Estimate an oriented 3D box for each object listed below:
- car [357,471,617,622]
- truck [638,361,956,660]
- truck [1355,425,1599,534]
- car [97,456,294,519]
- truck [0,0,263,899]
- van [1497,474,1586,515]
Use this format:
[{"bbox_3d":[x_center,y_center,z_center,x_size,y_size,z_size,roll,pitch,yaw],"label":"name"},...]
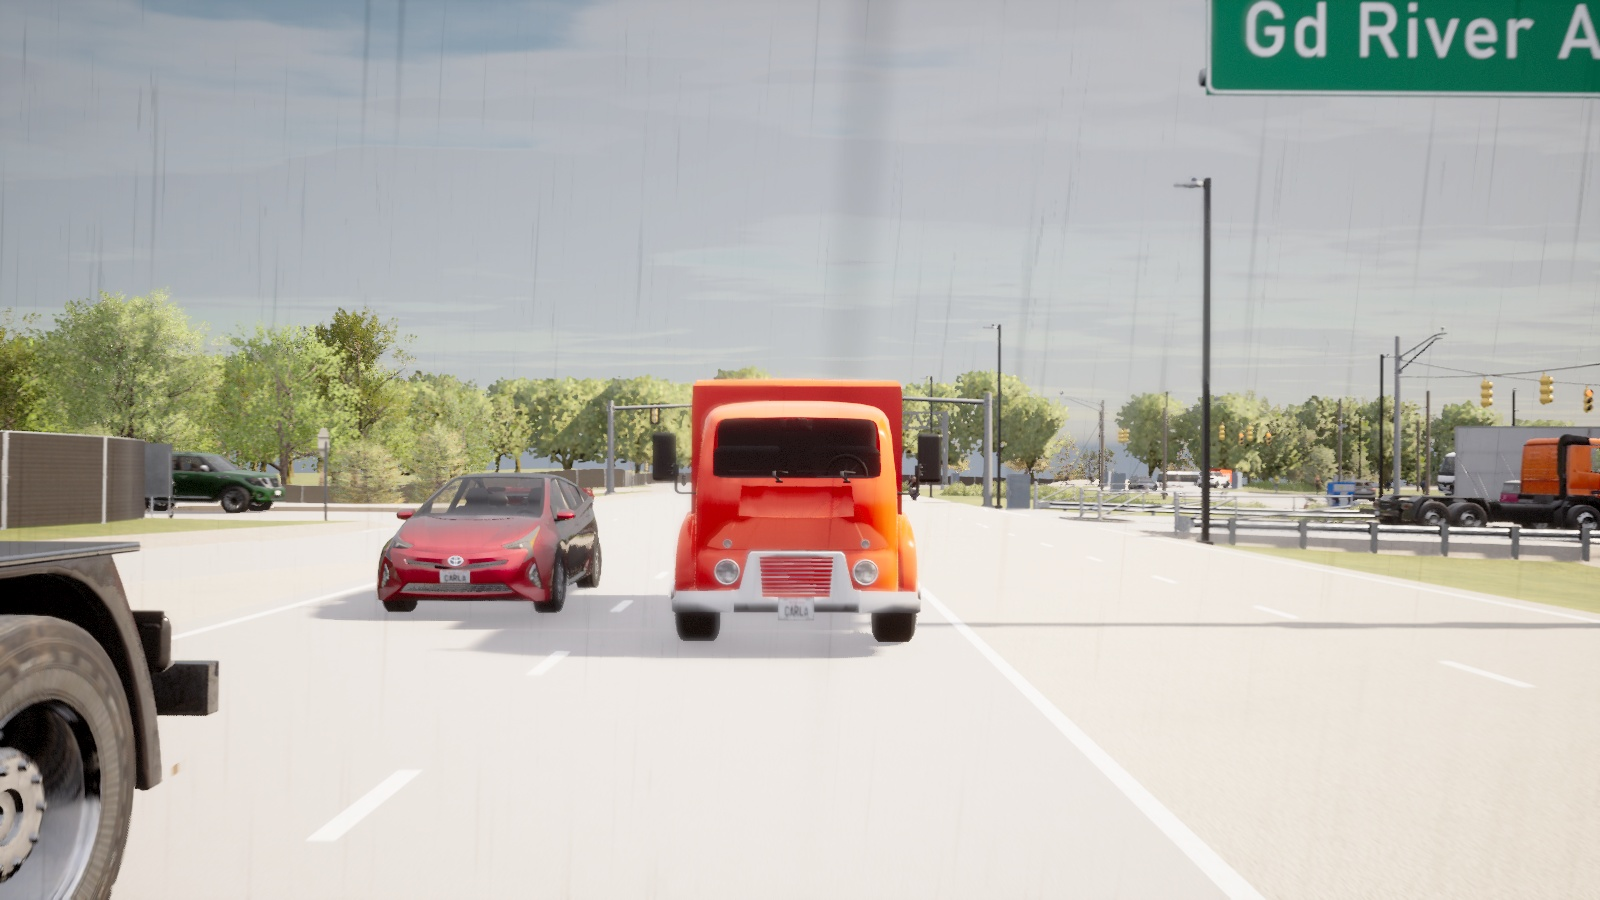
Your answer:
[{"bbox_3d":[-3.536,1.024,15.106,2.007,1.525,4.514,0,-1,0],"label":"car"},{"bbox_3d":[-0.033,0.543,12.989,2.627,2.467,5.204,0,-1,0],"label":"truck"},{"bbox_3d":[23.401,1.001,42.476,7.936,3.462,2.891,1,-1,-1],"label":"truck"},{"bbox_3d":[-20.229,1.237,42.207,5.566,2.045,2.150,0,-1,0],"label":"car"},{"bbox_3d":[-3.506,-0.139,0.855,2.891,3.462,7.936,0,-1,0],"label":"truck"},{"bbox_3d":[38.083,2.251,64.632,1.775,1.987,4.442,0,-1,-3],"label":"van"}]
